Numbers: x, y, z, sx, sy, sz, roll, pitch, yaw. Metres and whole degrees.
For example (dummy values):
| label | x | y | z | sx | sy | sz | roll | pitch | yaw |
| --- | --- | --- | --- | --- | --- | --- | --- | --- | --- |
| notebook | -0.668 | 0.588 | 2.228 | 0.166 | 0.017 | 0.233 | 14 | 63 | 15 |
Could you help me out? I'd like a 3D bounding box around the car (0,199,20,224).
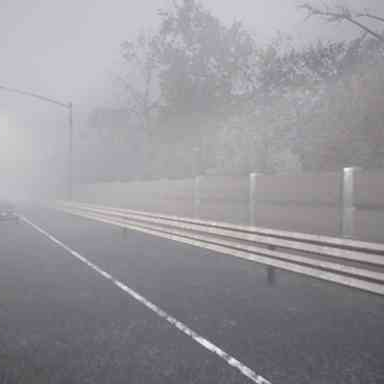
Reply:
| label | x | y | z | sx | sy | sz | roll | pitch | yaw |
| --- | --- | --- | --- | --- | --- | --- | --- | --- | --- |
| car | -12.884 | 1.411 | 22.646 | 2.033 | 1.411 | 5.357 | 1 | 0 | -32 |
